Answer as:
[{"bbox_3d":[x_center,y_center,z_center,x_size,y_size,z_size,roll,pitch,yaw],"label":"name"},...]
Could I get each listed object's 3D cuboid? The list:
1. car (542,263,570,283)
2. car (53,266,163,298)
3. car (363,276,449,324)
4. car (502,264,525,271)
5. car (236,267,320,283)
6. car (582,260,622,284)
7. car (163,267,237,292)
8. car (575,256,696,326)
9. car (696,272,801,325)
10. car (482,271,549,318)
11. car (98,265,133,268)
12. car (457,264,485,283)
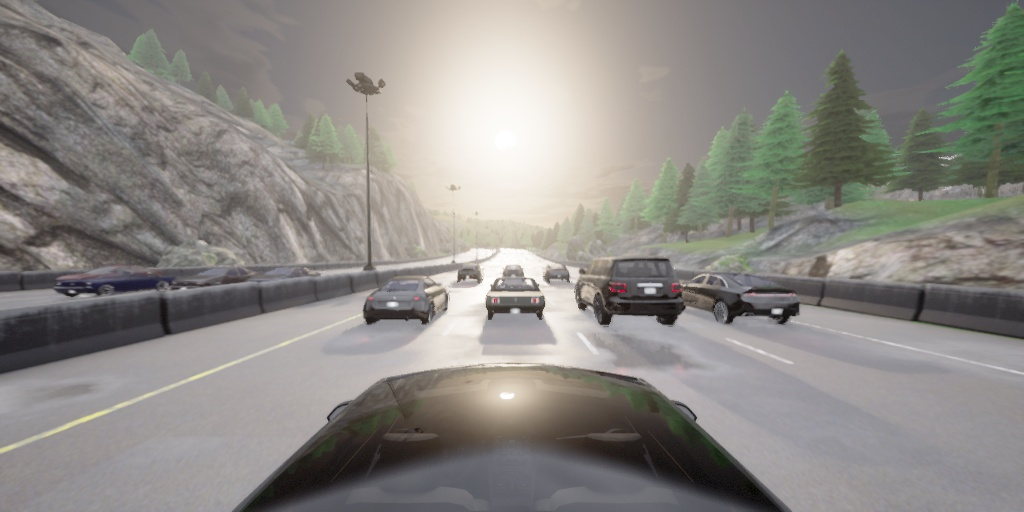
[{"bbox_3d":[3.607,1.357,29.757,2.128,1.511,4.902,0,0,0],"label":"car"},{"bbox_3d":[-21.095,1.424,19.405,1.895,1.301,4.718,0,0,0],"label":"car"},{"bbox_3d":[-3.397,1.357,12.212,1.994,1.385,4.181,0,0,0],"label":"car"},{"bbox_3d":[0.107,1.396,30.826,1.812,1.442,4.674,0,0,0],"label":"car"},{"bbox_3d":[-14.093,1.383,22.511,2.033,1.411,5.357,0,0,0],"label":"car"},{"bbox_3d":[7.107,1.214,28.908,2.097,1.767,4.553,0,0,0],"label":"car"},{"bbox_3d":[-17.594,1.381,21.920,2.033,1.411,5.357,0,0,0],"label":"car"},{"bbox_3d":[3.603,1.014,12.030,2.150,2.045,5.566,0,0,0],"label":"car"},{"bbox_3d":[7.103,1.284,12.031,2.128,1.511,4.902,0,0,0],"label":"car"},{"bbox_3d":[0.103,1.398,13.130,1.895,1.301,4.718,0,0,0],"label":"car"},{"bbox_3d":[-24.591,1.312,22.169,1.882,1.535,5.008,0,0,0],"label":"car"},{"bbox_3d":[-3.393,1.371,29.855,1.837,1.490,4.892,0,0,0],"label":"car"}]
